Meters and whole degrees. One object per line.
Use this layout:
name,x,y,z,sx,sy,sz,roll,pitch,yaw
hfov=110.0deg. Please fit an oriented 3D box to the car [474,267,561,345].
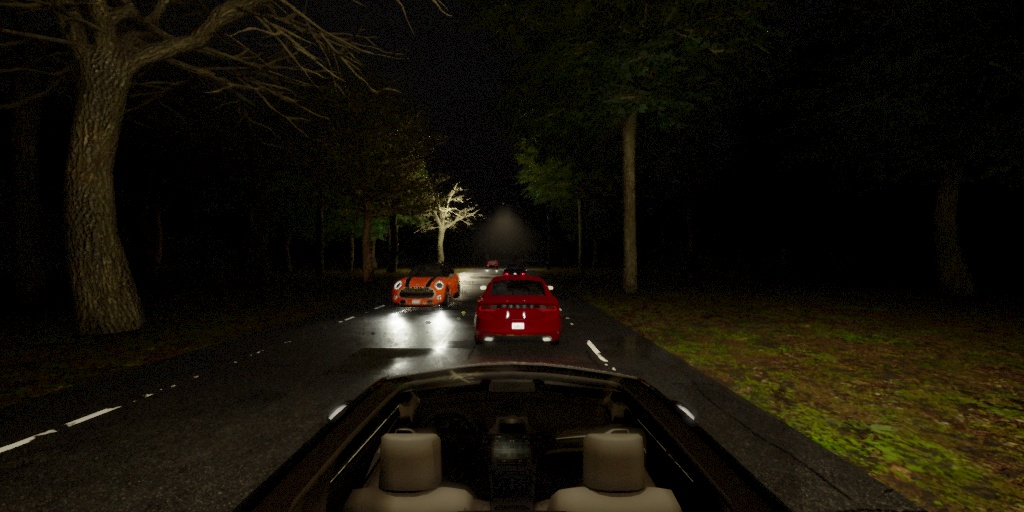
car,0.130,1.235,9.559,1.882,1.535,5.008,0,0,0

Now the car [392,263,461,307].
car,-3.544,1.118,15.539,2.097,1.767,4.553,0,0,0

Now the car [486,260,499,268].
car,-3.267,1.469,60.703,1.882,1.535,5.008,0,0,0

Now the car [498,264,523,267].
car,0.209,1.352,28.294,2.033,1.411,5.357,0,0,0
